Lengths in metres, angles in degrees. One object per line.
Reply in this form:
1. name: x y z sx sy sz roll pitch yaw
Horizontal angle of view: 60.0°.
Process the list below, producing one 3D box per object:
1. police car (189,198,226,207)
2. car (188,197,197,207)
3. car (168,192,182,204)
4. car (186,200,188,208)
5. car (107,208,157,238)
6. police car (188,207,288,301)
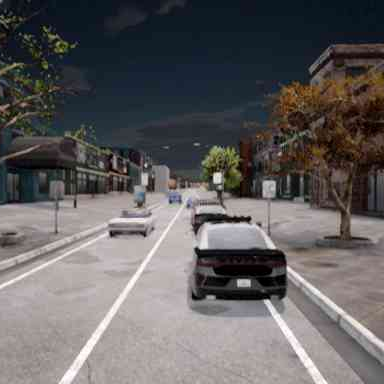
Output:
1. police car: 0.964 1.376 18.479 1.930 1.638 5.238 0 0 0
2. car: 0.984 1.287 24.339 2.097 1.767 4.553 0 0 0
3. car: -2.872 1.013 57.804 2.150 2.045 5.566 0 1 1
4. car: 0.175 1.418 45.981 2.033 1.411 5.357 0 0 0
5. car: -3.039 1.554 17.555 1.895 1.301 4.718 0 0 0
6. police car: 0.929 1.401 8.479 1.930 1.638 5.238 0 0 0
